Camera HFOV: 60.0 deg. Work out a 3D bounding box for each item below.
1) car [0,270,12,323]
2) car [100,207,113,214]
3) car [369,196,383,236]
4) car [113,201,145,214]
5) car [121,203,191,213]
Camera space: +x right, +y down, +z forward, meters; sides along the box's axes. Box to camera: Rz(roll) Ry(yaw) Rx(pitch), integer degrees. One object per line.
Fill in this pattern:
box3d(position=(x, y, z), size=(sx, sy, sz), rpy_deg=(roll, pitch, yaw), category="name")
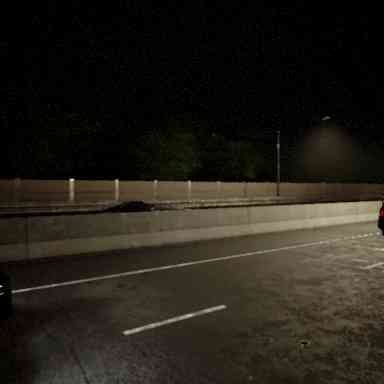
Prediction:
box3d(position=(-5.192, 1.488, 4.342), size=(5.008, 1.535, 1.882), rpy_deg=(-1, 0, -36), category="car")
box3d(position=(-4.929, 1.459, 26.273), size=(4.674, 1.442, 1.812), rpy_deg=(0, 0, -35), category="car")
box3d(position=(11.115, 1.111, 15.974), size=(5.566, 2.045, 2.150), rpy_deg=(0, 0, -35), category="car")
box3d(position=(-2.520, 1.477, 23.689), size=(5.357, 1.411, 2.033), rpy_deg=(0, 0, -36), category="car")
box3d(position=(-1.547, 1.539, 20.087), size=(4.718, 1.301, 1.895), rpy_deg=(0, 0, -36), category="car")
